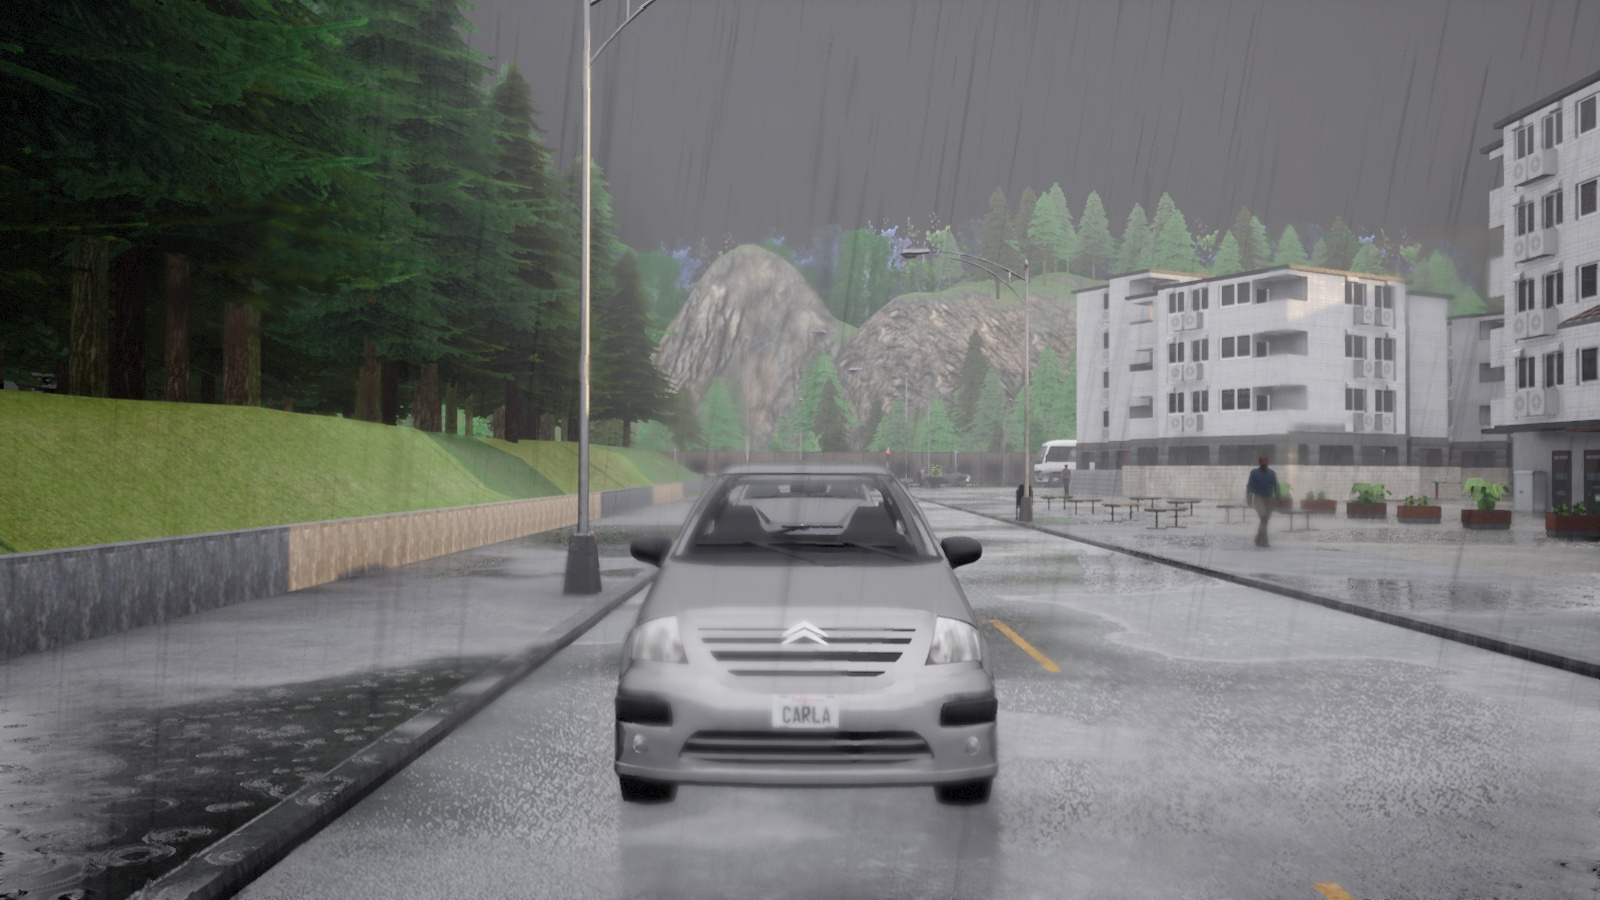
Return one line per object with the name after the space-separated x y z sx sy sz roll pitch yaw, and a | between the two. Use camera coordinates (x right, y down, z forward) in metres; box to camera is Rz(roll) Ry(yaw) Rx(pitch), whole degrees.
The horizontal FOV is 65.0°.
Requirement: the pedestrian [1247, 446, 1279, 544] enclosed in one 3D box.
8.824 0.846 23.943 0.370 1.835 0.726 0 -1 3 | pedestrian

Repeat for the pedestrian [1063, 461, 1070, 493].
14.964 1.520 70.455 0.328 1.805 0.869 0 -1 9 | pedestrian

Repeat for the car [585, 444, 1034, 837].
0.043 0.818 7.196 1.851 1.617 3.988 0 -1 0 | car
